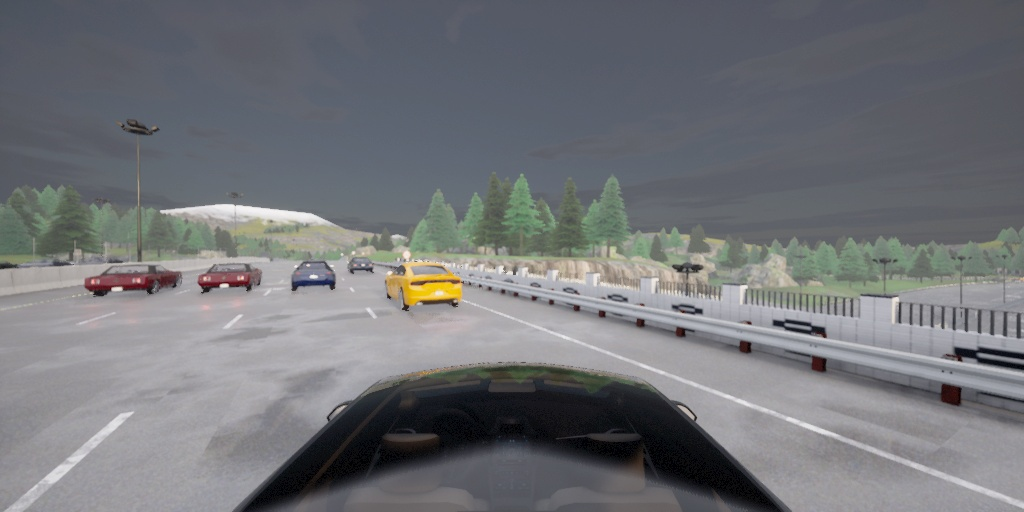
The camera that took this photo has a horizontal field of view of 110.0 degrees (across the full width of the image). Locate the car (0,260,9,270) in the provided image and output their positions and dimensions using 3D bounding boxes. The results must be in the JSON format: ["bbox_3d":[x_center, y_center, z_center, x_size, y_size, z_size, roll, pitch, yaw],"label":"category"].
[{"bbox_3d":[-44.491,0.978,30.246,1.895,1.301,4.718,0,0,-28],"label":"car"}]

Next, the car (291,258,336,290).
[{"bbox_3d":[-10.538,0.953,19.107,1.994,1.385,4.181,0,1,-28],"label":"car"}]

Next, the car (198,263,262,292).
[{"bbox_3d":[-13.900,1.008,17.969,1.895,1.301,4.718,0,1,-28],"label":"car"}]

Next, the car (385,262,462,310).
[{"bbox_3d":[-3.437,0.966,13.312,1.882,1.535,5.008,0,1,-28],"label":"car"}]

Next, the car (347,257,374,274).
[{"bbox_3d":[-13.705,0.800,32.357,2.033,1.411,5.357,0,1,-28],"label":"car"}]

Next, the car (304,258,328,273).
[{"bbox_3d":[-18.568,0.856,34.004,1.895,1.301,4.718,0,1,-28],"label":"car"}]

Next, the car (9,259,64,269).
[{"bbox_3d":[-41.389,0.919,31.864,1.994,1.385,4.181,0,0,-28],"label":"car"}]

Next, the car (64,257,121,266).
[{"bbox_3d":[-38.139,0.823,33.205,2.128,1.511,4.902,0,0,-28],"label":"car"}]

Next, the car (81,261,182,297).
[{"bbox_3d":[-17.097,1.030,16.524,1.895,1.301,4.718,0,1,-28],"label":"car"}]
